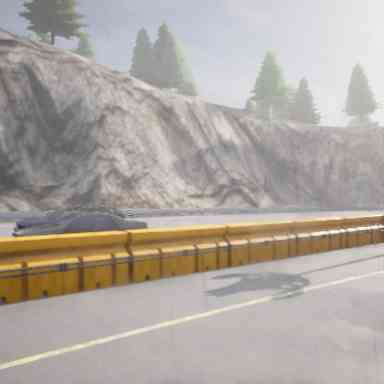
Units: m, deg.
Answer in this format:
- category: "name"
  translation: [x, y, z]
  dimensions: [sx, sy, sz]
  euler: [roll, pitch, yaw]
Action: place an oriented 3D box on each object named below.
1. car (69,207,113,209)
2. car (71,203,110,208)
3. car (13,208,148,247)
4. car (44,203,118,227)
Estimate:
- category: "car"
  translation: [-6.222, 1.622, 16.602]
  dimensions: [4.718, 1.301, 1.895]
  euler: [0, 0, -34]
- category: "car"
  translation: [-6.555, 1.537, 20.549]
  dimensions: [4.892, 1.490, 1.837]
  euler: [0, 0, -33]
- category: "car"
  translation: [-4.363, 1.568, 13.652]
  dimensions: [5.357, 1.411, 2.033]
  euler: [0, 0, -34]
- category: "car"
  translation: [-7.906, 1.562, 23.852]
  dimensions: [4.674, 1.442, 1.812]
  euler: [0, 0, -33]
